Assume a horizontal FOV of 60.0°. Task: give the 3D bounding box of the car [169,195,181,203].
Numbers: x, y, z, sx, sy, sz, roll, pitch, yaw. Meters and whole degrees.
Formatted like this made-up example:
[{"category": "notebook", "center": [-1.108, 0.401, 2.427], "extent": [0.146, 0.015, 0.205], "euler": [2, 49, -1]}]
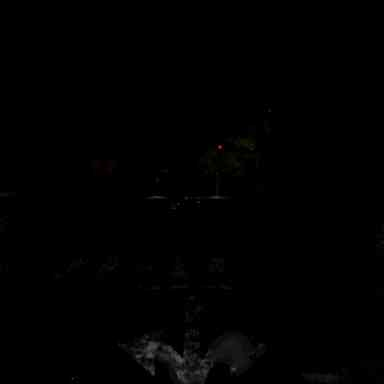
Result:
[{"category": "car", "center": [-3.042, 1.214, 58.952], "extent": [1.994, 1.385, 4.181], "euler": [0, 1, 0]}]
